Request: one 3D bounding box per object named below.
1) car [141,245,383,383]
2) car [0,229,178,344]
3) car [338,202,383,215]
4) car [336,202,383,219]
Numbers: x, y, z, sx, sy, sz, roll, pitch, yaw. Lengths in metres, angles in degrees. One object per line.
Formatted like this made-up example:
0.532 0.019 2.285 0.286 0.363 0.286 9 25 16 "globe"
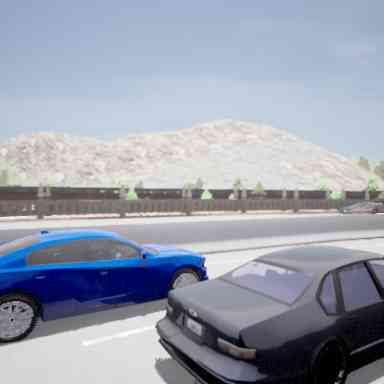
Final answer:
2.152 1.564 5.035 5.357 1.411 2.033 0 0 -32 "car"
-1.966 1.464 6.447 5.008 1.535 1.882 0 0 -34 "car"
14.467 1.646 26.616 4.674 1.442 1.812 0 0 -19 "car"
15.869 1.659 30.807 4.674 1.442 1.812 0 0 -18 "car"
